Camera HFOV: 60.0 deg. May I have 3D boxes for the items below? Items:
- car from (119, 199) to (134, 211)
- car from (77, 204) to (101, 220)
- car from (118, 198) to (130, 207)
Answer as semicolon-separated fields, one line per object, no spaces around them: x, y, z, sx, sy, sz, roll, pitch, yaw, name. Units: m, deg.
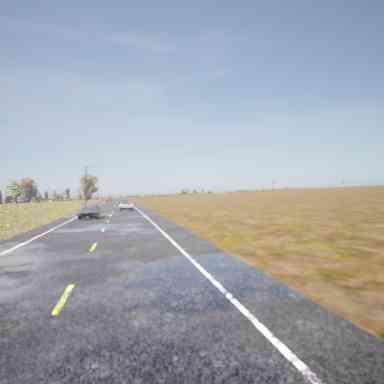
-9.296;1.966;47.114;1.895;1.301;4.718;-2;0;-12;car
-9.927;1.905;32.448;2.033;1.411;5.357;-2;0;-12;car
-13.224;2.025;64.670;2.128;1.511;4.902;-2;0;-12;car
